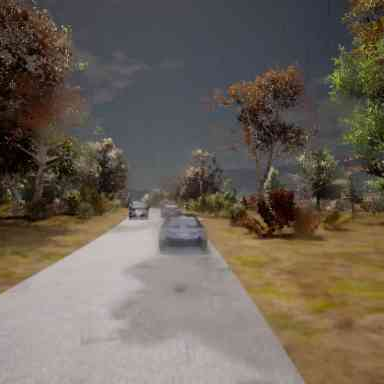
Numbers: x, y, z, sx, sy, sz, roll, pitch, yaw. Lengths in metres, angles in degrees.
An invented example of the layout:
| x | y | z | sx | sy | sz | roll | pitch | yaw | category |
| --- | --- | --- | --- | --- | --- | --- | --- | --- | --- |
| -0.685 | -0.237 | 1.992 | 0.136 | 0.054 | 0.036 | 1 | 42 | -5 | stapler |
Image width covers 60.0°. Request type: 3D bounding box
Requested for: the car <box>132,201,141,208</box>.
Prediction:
| x | y | z | sx | sy | sz | roll | pitch | yaw | category |
| --- | --- | --- | --- | --- | --- | --- | --- | --- | --- |
| -12.212 | 2.680 | 72.885 | 1.882 | 1.535 | 5.008 | 1 | -2 | -11 | car |

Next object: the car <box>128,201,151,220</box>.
| x | y | z | sx | sy | sz | roll | pitch | yaw | category |
| --- | --- | --- | --- | --- | --- | --- | --- | --- | --- |
| -4.972 | 1.762 | 31.474 | 2.128 | 1.511 | 4.902 | 0 | -1 | -8 | car |

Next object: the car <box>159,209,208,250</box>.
| x | y | z | sx | sy | sz | roll | pitch | yaw | category |
| --- | --- | --- | --- | --- | --- | --- | --- | --- | --- |
| -0.440 | 1.638 | 14.709 | 1.994 | 1.385 | 4.181 | 0 | 0 | -3 | car |

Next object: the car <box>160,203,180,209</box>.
| x | y | z | sx | sy | sz | roll | pitch | yaw | category |
| --- | --- | --- | --- | --- | --- | --- | --- | --- | --- |
| -2.076 | 1.815 | 31.972 | 1.812 | 1.442 | 4.674 | 0 | -1 | -7 | car |
